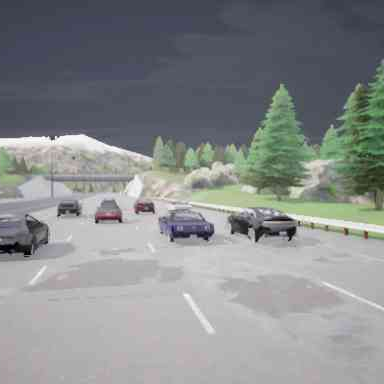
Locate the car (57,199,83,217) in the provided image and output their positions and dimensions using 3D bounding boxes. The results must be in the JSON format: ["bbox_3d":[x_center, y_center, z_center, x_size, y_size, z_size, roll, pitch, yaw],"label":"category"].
[{"bbox_3d":[-11.373,1.472,31.117,1.837,1.490,4.892,0,0,-14],"label":"car"}]

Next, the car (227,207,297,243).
[{"bbox_3d":[3.173,1.474,16.086,2.128,1.511,4.902,0,0,-14],"label":"car"}]

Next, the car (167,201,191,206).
[{"bbox_3d":[-1.368,1.565,34.392,1.895,1.301,4.718,0,0,-14],"label":"car"}]

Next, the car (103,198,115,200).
[{"bbox_3d":[-10.393,1.447,41.643,2.128,1.511,4.902,0,0,-14],"label":"car"}]

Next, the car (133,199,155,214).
[{"bbox_3d":[-5.042,1.442,34.662,1.882,1.535,5.008,0,0,-14],"label":"car"}]

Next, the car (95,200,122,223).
[{"bbox_3d":[-6.406,1.537,25.631,1.994,1.385,4.181,0,0,-13],"label":"car"}]

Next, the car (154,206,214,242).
[{"bbox_3d":[-0.471,1.584,16.296,1.895,1.301,4.718,0,0,-14],"label":"car"}]

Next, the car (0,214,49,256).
[{"bbox_3d":[-6.840,1.551,12.813,1.994,1.385,4.181,0,0,-14],"label":"car"}]
